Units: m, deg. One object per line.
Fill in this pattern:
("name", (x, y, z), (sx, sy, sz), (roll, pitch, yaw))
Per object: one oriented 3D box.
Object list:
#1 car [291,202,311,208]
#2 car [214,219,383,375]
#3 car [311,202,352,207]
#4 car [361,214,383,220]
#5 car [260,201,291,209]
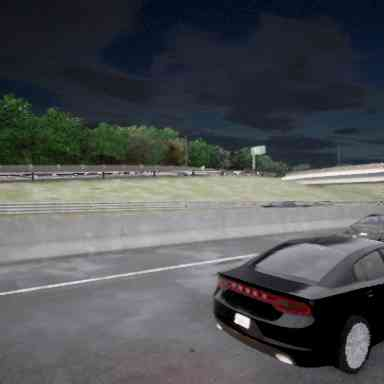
("car", (12.557, 1.723, 34.099), (4.181, 1.385, 1.994), (1, 0, -34))
("car", (2.665, 1.481, 5.672), (5.008, 1.535, 1.882), (0, 0, -35))
("car", (13.382, 1.745, 30.453), (4.718, 1.301, 1.895), (1, 0, -34))
("car", (8.224, 1.599, 13.900), (4.181, 1.385, 1.994), (0, 0, -35))
("car", (9.882, 1.696, 36.536), (5.357, 1.411, 2.033), (1, 0, -34))
